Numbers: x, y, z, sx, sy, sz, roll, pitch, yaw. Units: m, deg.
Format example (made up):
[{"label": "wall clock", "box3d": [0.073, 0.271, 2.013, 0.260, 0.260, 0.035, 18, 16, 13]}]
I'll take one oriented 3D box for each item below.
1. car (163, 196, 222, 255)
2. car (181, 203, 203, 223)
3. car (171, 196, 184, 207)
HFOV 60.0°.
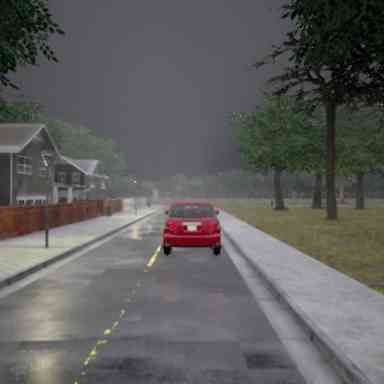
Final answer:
[{"label": "car", "box3d": [0.004, 1.353, 14.026, 2.150, 2.045, 5.566, 0, 0, 0]}, {"label": "car", "box3d": [0.010, 1.793, 29.305, 1.837, 1.490, 4.892, 0, 0, 0]}, {"label": "car", "box3d": [-2.740, 1.834, 63.918, 2.150, 2.045, 5.566, 0, -1, 0]}]
